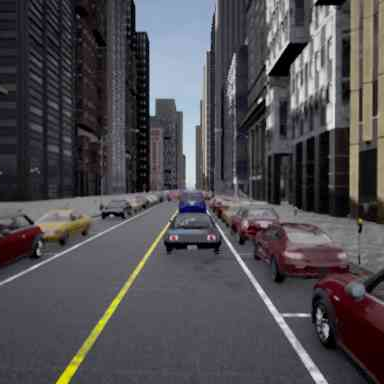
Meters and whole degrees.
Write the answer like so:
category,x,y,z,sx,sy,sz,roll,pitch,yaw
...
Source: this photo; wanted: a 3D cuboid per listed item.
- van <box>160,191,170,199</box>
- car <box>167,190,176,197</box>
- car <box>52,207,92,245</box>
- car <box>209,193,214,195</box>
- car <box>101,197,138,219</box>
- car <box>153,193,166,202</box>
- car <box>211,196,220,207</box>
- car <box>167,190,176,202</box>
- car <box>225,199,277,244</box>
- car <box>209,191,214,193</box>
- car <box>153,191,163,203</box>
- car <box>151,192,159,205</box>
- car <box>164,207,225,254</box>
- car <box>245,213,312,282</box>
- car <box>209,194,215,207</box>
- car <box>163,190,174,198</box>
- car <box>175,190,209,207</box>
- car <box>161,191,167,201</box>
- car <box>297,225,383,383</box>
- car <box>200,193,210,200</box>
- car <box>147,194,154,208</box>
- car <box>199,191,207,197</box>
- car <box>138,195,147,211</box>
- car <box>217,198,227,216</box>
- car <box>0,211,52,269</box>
category,x,y,z,sx,sy,sz,roll,pitch,yaw
van,-5.753,0.637,71.152,1.690,1.788,3.998,0,1,0
car,-5.749,0.408,93.714,2.192,1.841,5.009,0,1,0
car,-5.762,1.373,14.579,1.752,1.417,4.829,0,1,0
car,2.767,1.143,37.487,1.752,1.417,4.829,0,1,0
car,-5.760,1.297,26.030,1.947,1.339,4.313,0,1,0
car,-5.754,0.928,59.703,1.752,1.417,4.829,0,1,0
car,2.765,1.276,26.037,1.887,1.381,4.507,0,1,0
car,-3.041,0.635,58.536,2.150,2.045,5.566,0,1,1
car,2.763,1.286,14.755,1.967,1.590,4.097,0,1,0
car,2.769,0.770,54.236,2.192,1.841,5.009,0,1,0
car,-5.756,1.036,48.422,1.752,1.417,4.829,0,1,0
car,-5.757,1.091,42.781,1.752,1.417,4.829,0,1,0
car,0.042,1.466,12.840,1.895,1.301,4.718,0,1,1
car,2.763,1.486,9.116,1.802,1.307,4.206,0,1,0
car,2.766,1.220,31.677,1.887,1.381,4.507,0,1,0
car,-5.751,0.509,82.432,2.192,1.841,5.009,0,1,0
car,0.038,0.942,27.275,2.150,2.045,5.566,0,1,0
car,-5.756,0.770,54.230,2.192,1.841,5.009,0,1,0
car,2.761,1.402,3.475,1.967,1.590,4.097,0,1,0
car,2.773,0.847,71.159,2.008,1.369,4.403,0,1,0
car,-5.758,1.186,37.311,1.947,1.339,4.313,0,1,0
car,2.775,0.583,88.078,1.967,1.590,4.097,0,1,0
car,-5.759,1.202,31.500,1.752,1.417,4.829,0,1,0
car,2.764,1.312,20.567,1.752,1.417,4.829,0,1,0
car,-5.763,1.344,9.108,1.967,1.590,4.097,0,1,0
